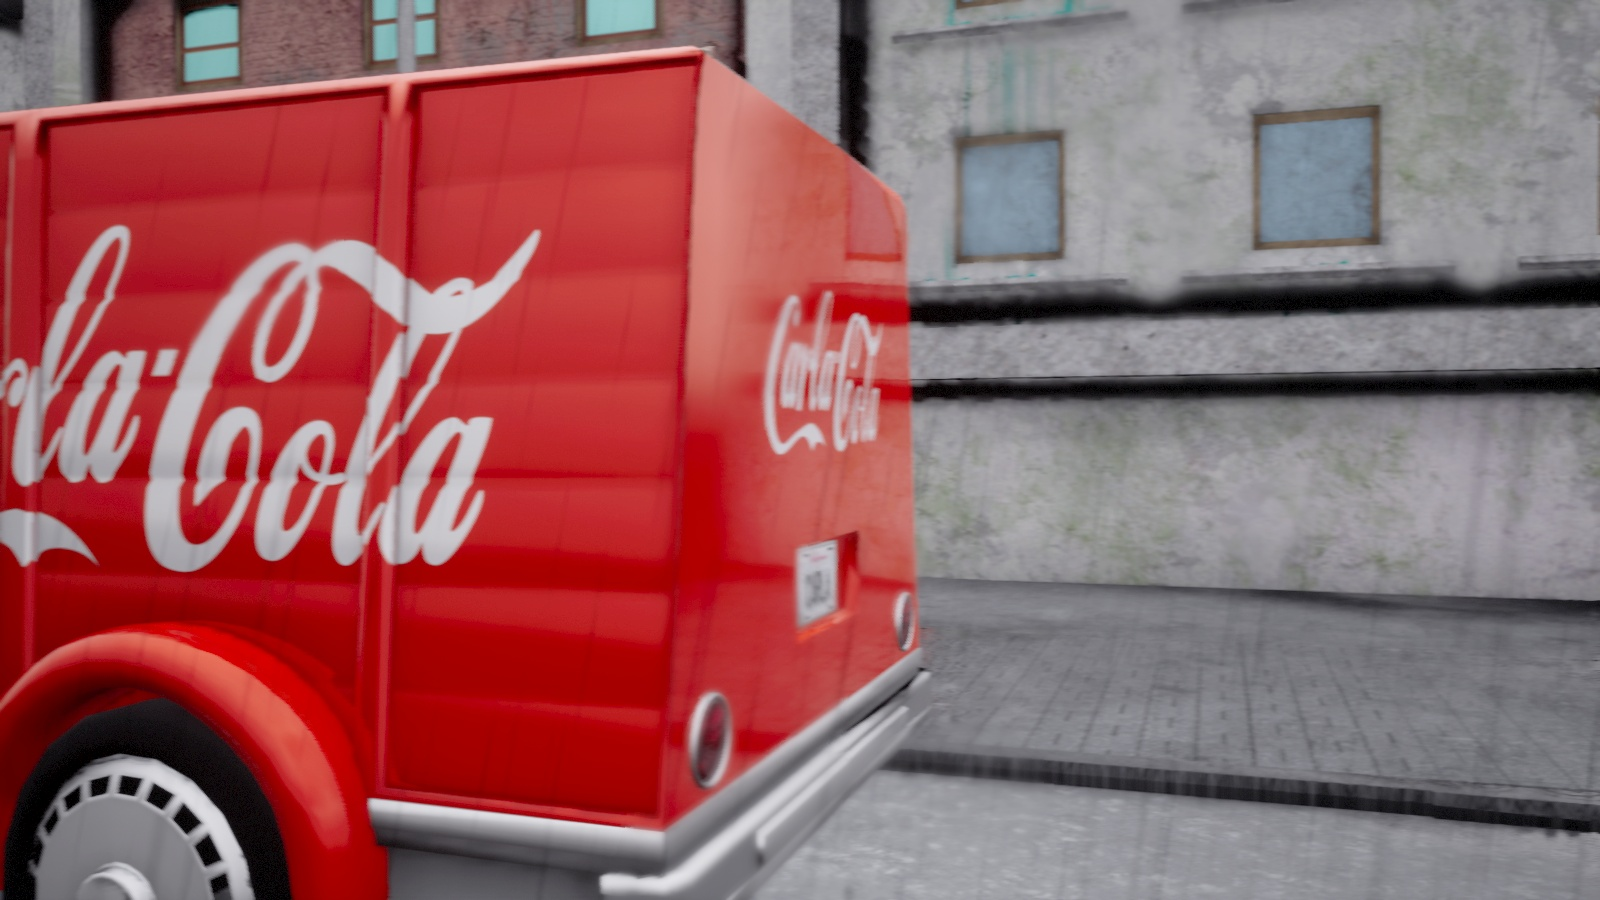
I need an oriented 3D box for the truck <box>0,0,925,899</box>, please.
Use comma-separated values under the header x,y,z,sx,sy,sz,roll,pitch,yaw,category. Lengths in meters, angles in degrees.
x,y,z,sx,sy,sz,roll,pitch,yaw,category
-2.400,0.258,4.521,5.204,2.467,2.627,1,1,19,truck
